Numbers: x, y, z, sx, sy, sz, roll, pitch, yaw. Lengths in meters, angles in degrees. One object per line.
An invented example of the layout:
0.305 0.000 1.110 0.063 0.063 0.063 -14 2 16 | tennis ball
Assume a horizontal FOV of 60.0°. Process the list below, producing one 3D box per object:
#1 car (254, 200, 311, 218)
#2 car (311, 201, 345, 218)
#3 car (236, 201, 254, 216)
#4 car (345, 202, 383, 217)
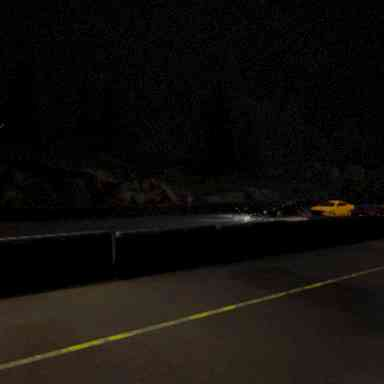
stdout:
8.634 1.581 31.644 4.902 1.511 2.128 0 0 -35 | car
12.811 1.563 30.323 5.008 1.535 1.882 0 0 -35 | car
6.619 1.616 34.506 4.674 1.442 1.812 0 0 -35 | car
14.978 1.649 27.569 4.181 1.385 1.994 0 0 -35 | car
